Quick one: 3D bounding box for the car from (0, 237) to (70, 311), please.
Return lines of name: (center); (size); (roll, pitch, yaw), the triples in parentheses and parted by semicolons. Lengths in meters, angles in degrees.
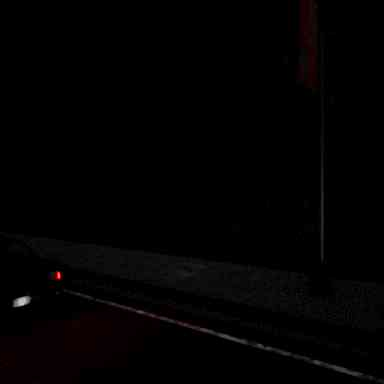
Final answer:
car: (-4.765, 1.624, 7.082); (4.718, 1.301, 1.895); (0, 0, 36)
